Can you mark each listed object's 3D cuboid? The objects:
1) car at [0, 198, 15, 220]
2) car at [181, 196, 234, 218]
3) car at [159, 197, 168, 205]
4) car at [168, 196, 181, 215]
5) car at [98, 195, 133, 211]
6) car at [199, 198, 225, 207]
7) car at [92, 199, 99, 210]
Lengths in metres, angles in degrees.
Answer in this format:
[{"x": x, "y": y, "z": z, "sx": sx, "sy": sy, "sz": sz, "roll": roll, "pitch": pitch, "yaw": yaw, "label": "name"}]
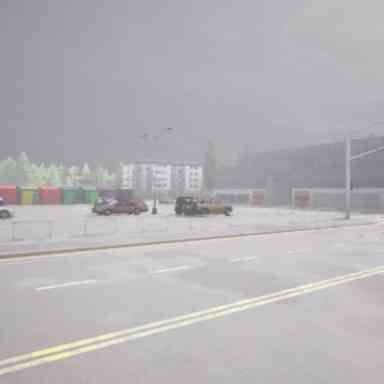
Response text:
[{"x": -15.769, "y": 1.414, "z": 25.431, "sx": 3.806, "sy": 1.475, "sz": 1.970, "roll": 1, "pitch": 0, "yaw": -35, "label": "car"}, {"x": 1.675, "y": 1.361, "z": 30.937, "sx": 4.605, "sy": 1.855, "sz": 1.932, "roll": 1, "pitch": 0, "yaw": -35, "label": "car"}, {"x": -4.834, "y": 1.722, "z": 66.199, "sx": 2.097, "sy": 1.767, "sz": 4.553, "roll": 1, "pitch": 0, "yaw": -34, "label": "car"}, {"x": 0.045, "y": 1.365, "z": 33.329, "sx": 3.866, "sy": 1.878, "sz": 1.905, "roll": 1, "pitch": 0, "yaw": -35, "label": "car"}, {"x": -11.336, "y": 1.364, "z": 49.315, "sx": 3.866, "sy": 1.878, "sz": 1.905, "roll": 1, "pitch": 0, "yaw": -35, "label": "car"}, {"x": 3.523, "y": 1.897, "z": 59.922, "sx": 2.128, "sy": 1.511, "sz": 4.902, "roll": 1, "pitch": 0, "yaw": -34, "label": "car"}, {"x": -13.004, "y": 1.603, "z": 51.682, "sx": 3.806, "sy": 1.475, "sz": 1.970, "roll": 1, "pitch": 0, "yaw": -35, "label": "car"}]
